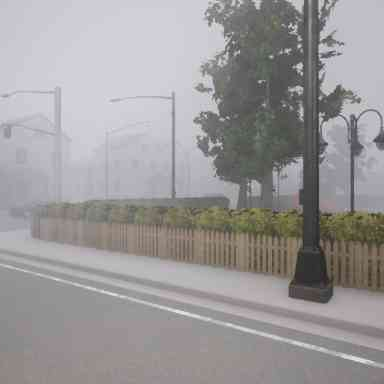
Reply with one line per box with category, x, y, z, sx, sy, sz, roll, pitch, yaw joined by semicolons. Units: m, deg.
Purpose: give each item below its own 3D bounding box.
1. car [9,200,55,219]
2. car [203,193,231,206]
car;-13.682;1.477;29.811;1.882;1.535;5.008;0;0;35
car;3.525;1.221;48.179;2.150;2.045;5.566;0;0;35
